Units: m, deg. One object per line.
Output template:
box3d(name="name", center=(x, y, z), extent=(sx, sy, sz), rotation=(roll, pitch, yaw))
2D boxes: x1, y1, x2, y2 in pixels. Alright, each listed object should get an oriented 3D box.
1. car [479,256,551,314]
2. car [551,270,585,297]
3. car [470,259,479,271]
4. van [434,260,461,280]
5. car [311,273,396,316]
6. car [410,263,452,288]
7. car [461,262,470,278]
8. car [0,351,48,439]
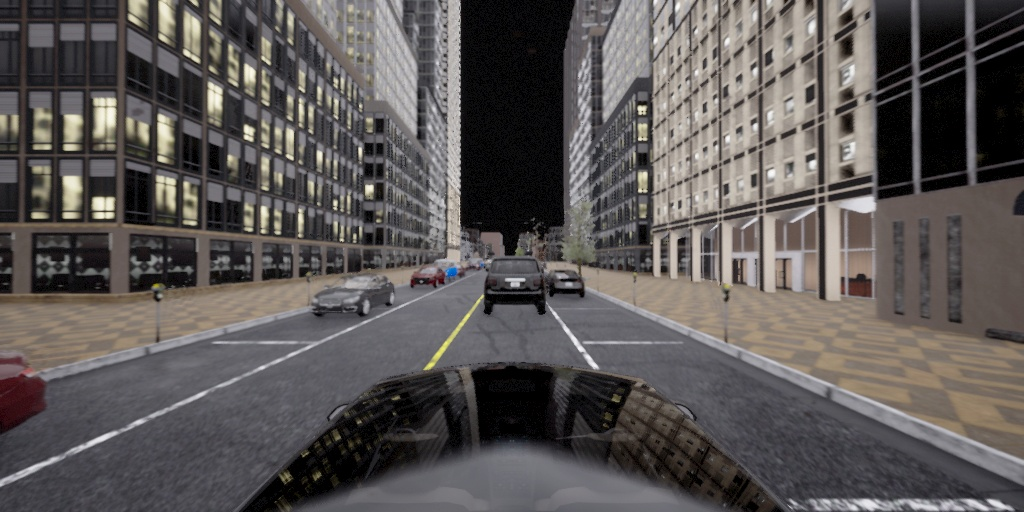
box3d(name="car", center=(0.103, 1.020, 14.217), extent=(2.150, 2.045, 5.566), rotation=(0, 0, 0))
box3d(name="car", center=(2.694, 1.383, 19.040), extent=(1.948, 1.339, 4.313), rotation=(0, 0, 0))
box3d(name="car", center=(-5.679, 1.379, 53.207), extent=(1.967, 1.591, 4.097), rotation=(0, 0, 0))
box3d(name="van", center=(-5.684, 1.200, 30.439), extent=(1.690, 1.789, 3.998), rotation=(0, 0, 0))
box3d(name="car", center=(-5.688, 1.346, 13.362), extent=(2.007, 1.370, 4.403), rotation=(0, 0, 0))
box3d(name="car", center=(-5.685, 1.384, 24.746), extent=(1.888, 1.381, 4.507), rotation=(0, 0, 0))
box3d(name="car", center=(-5.683, 1.462, 36.131), extent=(1.802, 1.307, 4.207), rotation=(0, 0, 0))
box3d(name="car", center=(-5.690, 1.333, 1.976), extent=(1.802, 1.307, 4.207), rotation=(0, 0, 0))
